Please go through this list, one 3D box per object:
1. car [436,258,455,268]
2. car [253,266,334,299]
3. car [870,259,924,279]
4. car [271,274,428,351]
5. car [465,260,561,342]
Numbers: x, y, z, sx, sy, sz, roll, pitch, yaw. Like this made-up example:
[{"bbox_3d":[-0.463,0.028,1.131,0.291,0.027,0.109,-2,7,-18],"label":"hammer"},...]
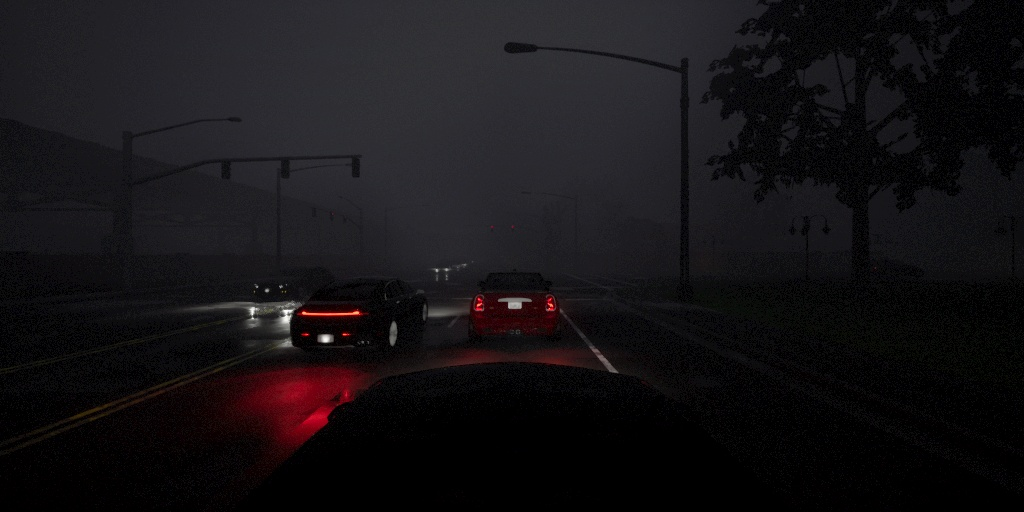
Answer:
[{"bbox_3d":[-10.631,1.148,56.371,1.812,1.442,4.674,0,1,0],"label":"car"},{"bbox_3d":[-10.617,1.253,17.956,1.837,1.490,4.892,0,0,0],"label":"car"},{"bbox_3d":[33.230,1.099,31.613,4.553,1.767,2.097,0,0,-2],"label":"car"},{"bbox_3d":[-3.424,1.254,8.957,1.837,1.490,4.892,0,0,-1],"label":"car"},{"bbox_3d":[0.071,1.101,9.951,2.097,1.767,4.553,0,0,0],"label":"car"}]
